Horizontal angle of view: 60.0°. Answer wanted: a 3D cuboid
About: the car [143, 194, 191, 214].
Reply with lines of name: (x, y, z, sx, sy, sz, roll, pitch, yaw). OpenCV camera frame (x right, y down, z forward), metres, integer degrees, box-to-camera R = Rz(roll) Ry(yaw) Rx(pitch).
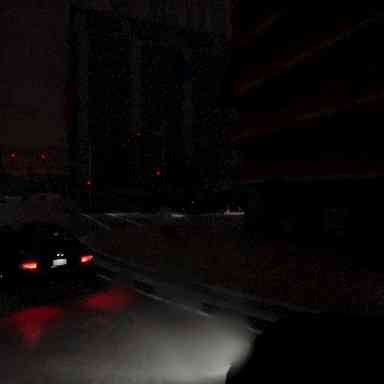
car: (-2.541, 1.277, 36.529, 5.566, 2.045, 2.150, 0, 0, -22)

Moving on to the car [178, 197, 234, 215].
car: (1.448, 1.560, 34.393, 4.892, 1.490, 1.837, 0, 0, -22)

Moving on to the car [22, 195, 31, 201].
car: (-40.150, 1.525, 80.691, 2.128, 1.511, 4.902, 0, 0, -23)

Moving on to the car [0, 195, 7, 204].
car: (-36.242, 1.355, 62.461, 2.097, 1.767, 4.553, 0, 0, -23)

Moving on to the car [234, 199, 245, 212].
car: (6.614, 1.560, 40.320, 4.892, 1.490, 1.837, 0, 0, -22)

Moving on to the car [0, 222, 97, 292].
car: (-4.390, 1.547, 9.074, 2.033, 1.411, 5.357, 0, 0, -39)

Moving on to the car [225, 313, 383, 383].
car: (2.827, 1.547, 2.052, 5.357, 1.411, 2.033, 0, 0, 35)

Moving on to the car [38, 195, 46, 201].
car: (-37.061, 1.540, 82.373, 2.033, 1.411, 5.357, 0, 0, -23)
